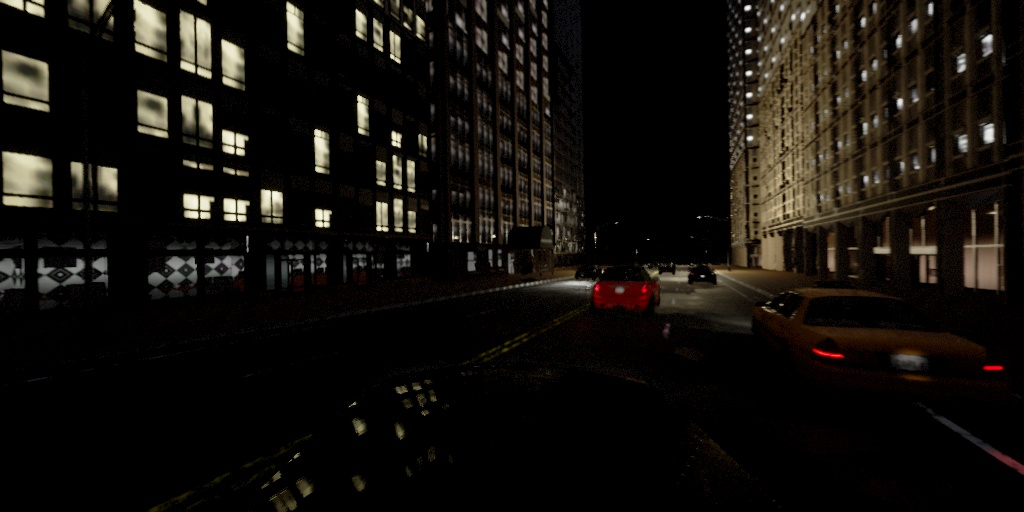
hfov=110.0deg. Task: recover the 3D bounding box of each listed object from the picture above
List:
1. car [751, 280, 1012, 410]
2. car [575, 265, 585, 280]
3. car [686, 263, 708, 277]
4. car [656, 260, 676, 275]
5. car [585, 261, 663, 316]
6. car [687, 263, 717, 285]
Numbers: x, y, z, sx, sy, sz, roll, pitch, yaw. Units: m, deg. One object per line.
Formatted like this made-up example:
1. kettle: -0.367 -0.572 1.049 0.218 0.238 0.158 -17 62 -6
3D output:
1. car: 5.602 1.198 6.365 1.801 1.575 5.366 -1 -1 26
2. car: 7.711 1.595 36.053 2.128 1.511 4.902 -1 -1 26
3. car: 21.221 1.548 41.257 2.033 1.411 5.357 -1 -1 26
4. car: 19.843 1.564 45.830 2.128 1.511 4.902 -1 -1 26
5. car: 4.614 1.209 14.199 2.097 1.767 4.553 -1 -1 26
6. car: 15.086 1.480 28.560 1.994 1.385 4.181 -1 -1 26
